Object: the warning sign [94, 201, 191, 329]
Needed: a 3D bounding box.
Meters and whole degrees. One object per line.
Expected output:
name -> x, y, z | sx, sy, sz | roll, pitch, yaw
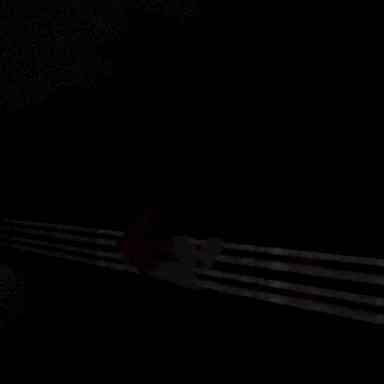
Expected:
warning sign -> -0.834, 1.105, 5.781 | 1.060, 1.860, 1.300 | 0, 0, 36
